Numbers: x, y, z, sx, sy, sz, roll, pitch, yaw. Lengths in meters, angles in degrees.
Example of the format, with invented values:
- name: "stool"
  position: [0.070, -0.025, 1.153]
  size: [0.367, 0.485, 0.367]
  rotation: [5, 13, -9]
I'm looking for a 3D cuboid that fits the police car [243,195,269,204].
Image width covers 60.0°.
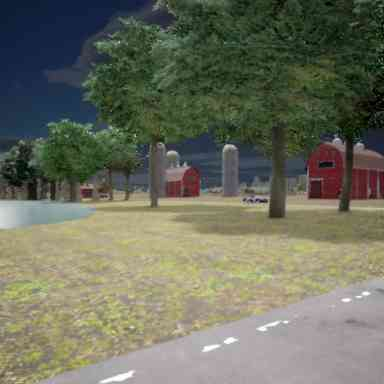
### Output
- name: "police car"
  position: [11.256, 1.263, 58.834]
  size: [1.930, 1.638, 5.238]
  rotation: [1, -1, -35]
